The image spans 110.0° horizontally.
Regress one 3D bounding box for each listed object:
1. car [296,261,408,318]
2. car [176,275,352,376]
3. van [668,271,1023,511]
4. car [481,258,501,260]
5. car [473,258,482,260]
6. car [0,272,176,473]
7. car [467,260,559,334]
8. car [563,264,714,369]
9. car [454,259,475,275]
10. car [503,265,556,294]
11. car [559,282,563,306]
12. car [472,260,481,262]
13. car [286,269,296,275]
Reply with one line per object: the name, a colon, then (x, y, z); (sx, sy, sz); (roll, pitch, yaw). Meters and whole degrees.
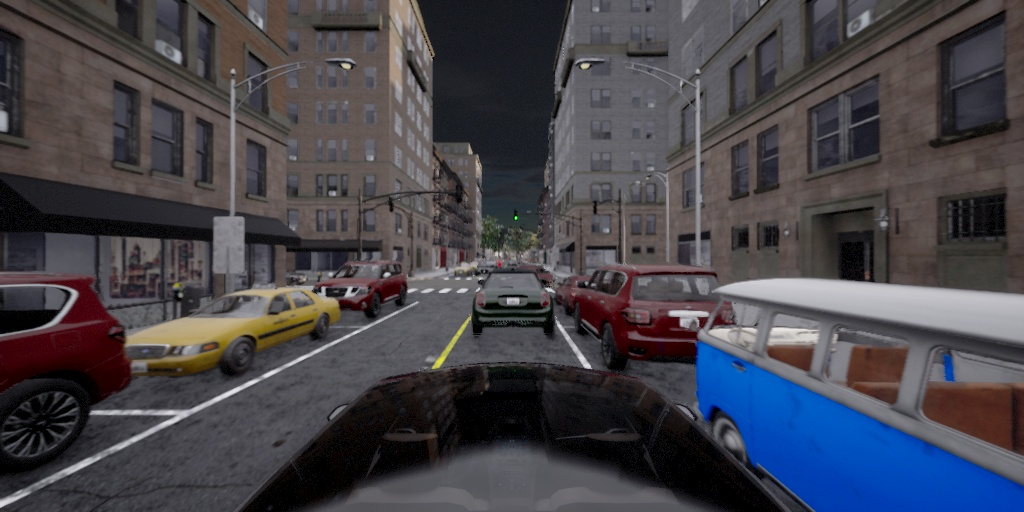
car: (-5.405, 1.100, 13.414); (2.192, 1.841, 5.009); (0, 0, 0)
car: (-5.402, 1.294, 7.565); (1.751, 1.417, 4.829); (0, 0, 0)
van: (2.638, 1.092, 2.058); (1.690, 1.789, 3.998); (0, 0, 0)
car: (-2.862, 1.375, 49.168); (1.882, 1.535, 5.008); (0, 0, 0)
car: (-5.430, 1.429, 51.215); (1.751, 1.417, 4.829); (0, 0, 0)
car: (-5.399, 1.065, 2.058); (2.192, 1.841, 5.009); (0, 0, 0)
car: (0.015, 1.130, 10.877); (2.097, 1.767, 4.553); (0, 0, 0)
car: (2.636, 1.083, 7.737); (2.192, 1.841, 5.009); (0, 0, 0)
car: (-5.429, 1.394, 40.251); (1.751, 1.417, 4.829); (0, 0, 0)
car: (1.213, 1.334, 21.818); (1.812, 1.442, 4.674); (-1, 0, 21)
car: (2.634, 1.368, 13.416); (1.802, 1.307, 4.207); (0, 0, 0)
car: (-2.873, 1.429, 39.151); (1.994, 1.385, 4.181); (0, 0, 0)
car: (-17.128, 1.417, 25.575); (4.674, 1.442, 1.812); (0, 0, 0)
